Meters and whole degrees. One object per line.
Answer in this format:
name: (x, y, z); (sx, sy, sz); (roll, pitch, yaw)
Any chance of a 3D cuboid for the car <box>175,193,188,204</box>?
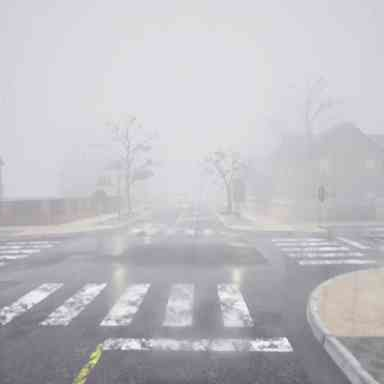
car: (-1.857, 1.139, 60.608); (2.150, 2.045, 5.566); (0, 0, 1)
